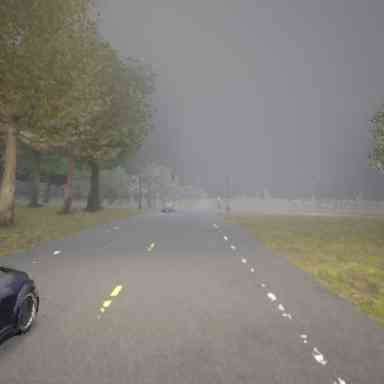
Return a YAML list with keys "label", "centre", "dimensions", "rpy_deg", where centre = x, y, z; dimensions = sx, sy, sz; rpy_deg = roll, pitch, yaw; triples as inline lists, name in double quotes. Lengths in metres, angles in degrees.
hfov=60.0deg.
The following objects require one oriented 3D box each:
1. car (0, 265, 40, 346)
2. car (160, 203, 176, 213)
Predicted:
- label: "car"
  centre: [-3.599, 1.586, 3.999]
  dimensions: [1.994, 1.385, 4.181]
  rpy_deg: [0, 0, 0]
- label: "car"
  centre: [-3.490, 2.395, 49.839]
  dimensions: [1.812, 1.442, 4.674]
  rpy_deg: [0, -1, 0]
